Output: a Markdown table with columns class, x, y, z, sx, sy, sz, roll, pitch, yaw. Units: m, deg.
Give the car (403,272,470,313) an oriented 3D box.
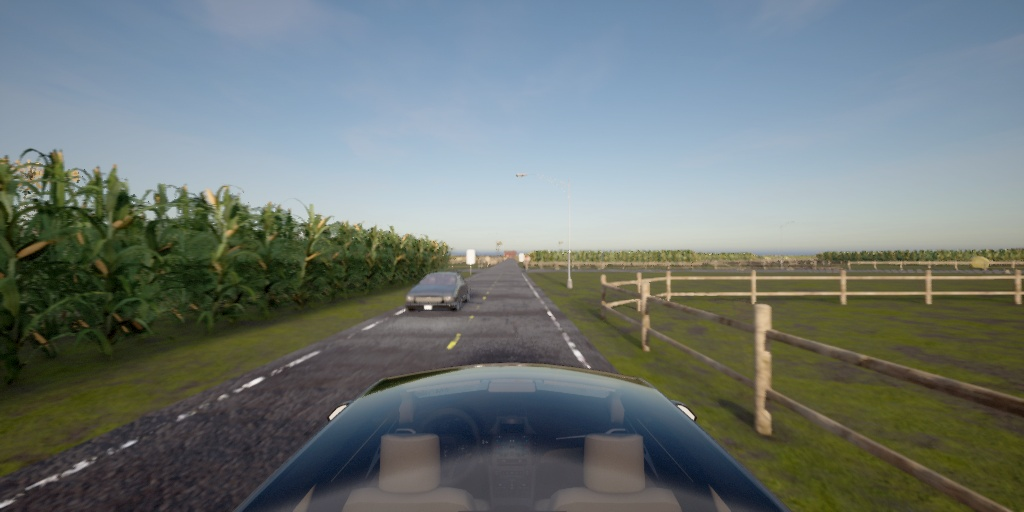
| class | x | y | z | sx | sy | sz | roll | pitch | yaw |
| --- | --- | --- | --- | --- | --- | --- | --- | --- | --- |
| car | -2.861 | 1.390 | 14.895 | 2.033 | 1.411 | 5.357 | 0 | 0 | 0 |
